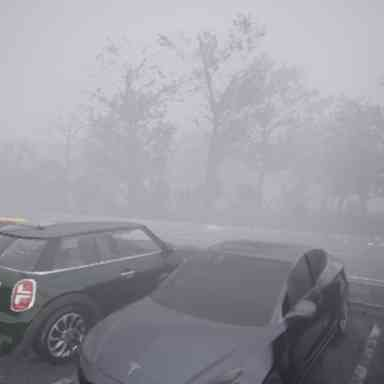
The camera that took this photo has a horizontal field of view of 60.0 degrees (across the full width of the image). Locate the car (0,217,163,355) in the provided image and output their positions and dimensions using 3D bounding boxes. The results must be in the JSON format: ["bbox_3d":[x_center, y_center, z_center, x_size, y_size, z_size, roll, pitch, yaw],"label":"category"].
[{"bbox_3d":[-1.489,1.315,6.169,2.185,1.767,4.553,0,0,35],"label":"car"}]

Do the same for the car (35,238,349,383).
[{"bbox_3d":[0.769,1.493,4.561,2.163,1.488,4.792,1,0,35],"label":"car"}]
